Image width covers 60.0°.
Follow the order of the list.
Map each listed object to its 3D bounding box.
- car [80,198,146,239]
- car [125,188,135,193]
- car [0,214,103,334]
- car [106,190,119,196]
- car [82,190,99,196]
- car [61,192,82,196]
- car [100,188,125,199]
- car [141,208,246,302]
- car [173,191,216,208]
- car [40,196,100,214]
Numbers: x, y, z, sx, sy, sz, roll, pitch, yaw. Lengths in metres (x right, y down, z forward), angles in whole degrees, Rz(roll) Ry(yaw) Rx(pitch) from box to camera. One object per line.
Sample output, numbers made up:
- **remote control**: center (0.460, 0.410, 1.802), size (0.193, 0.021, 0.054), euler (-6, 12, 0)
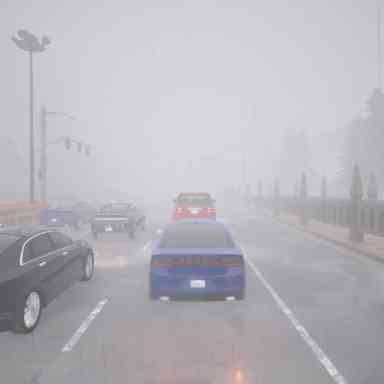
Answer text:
- **car**: center (-3.377, 1.279, 15.964), size (2.128, 1.511, 4.902), euler (0, 1, 0)
- **car**: center (-13.778, 0.213, 68.663), size (2.150, 2.045, 5.566), euler (0, 1, 0)
- **car**: center (-3.400, 1.434, 6.591), size (1.837, 1.490, 4.892), euler (0, 1, 0)
- **car**: center (-20.708, 0.249, 87.081), size (2.033, 1.411, 5.357), euler (0, 1, 0)
- **car**: center (-20.788, 0.377, 66.252), size (2.097, 1.767, 4.553), euler (0, 1, 0)
- **car**: center (-20.898, 0.697, 56.598), size (1.812, 1.442, 4.674), euler (0, 1, 1)
- **car**: center (-13.895, 0.367, 58.341), size (2.150, 2.045, 5.566), euler (0, 1, 0)
- **car**: center (0.102, 1.383, 8.177), size (1.882, 1.535, 5.008), euler (0, 1, 0)
- **car**: center (0.125, 0.977, 18.047), size (2.150, 2.045, 5.566), euler (0, 1, 0)
- **car**: center (-6.867, 1.218, 19.047), size (1.882, 1.535, 5.008), euler (0, 1, 0)
